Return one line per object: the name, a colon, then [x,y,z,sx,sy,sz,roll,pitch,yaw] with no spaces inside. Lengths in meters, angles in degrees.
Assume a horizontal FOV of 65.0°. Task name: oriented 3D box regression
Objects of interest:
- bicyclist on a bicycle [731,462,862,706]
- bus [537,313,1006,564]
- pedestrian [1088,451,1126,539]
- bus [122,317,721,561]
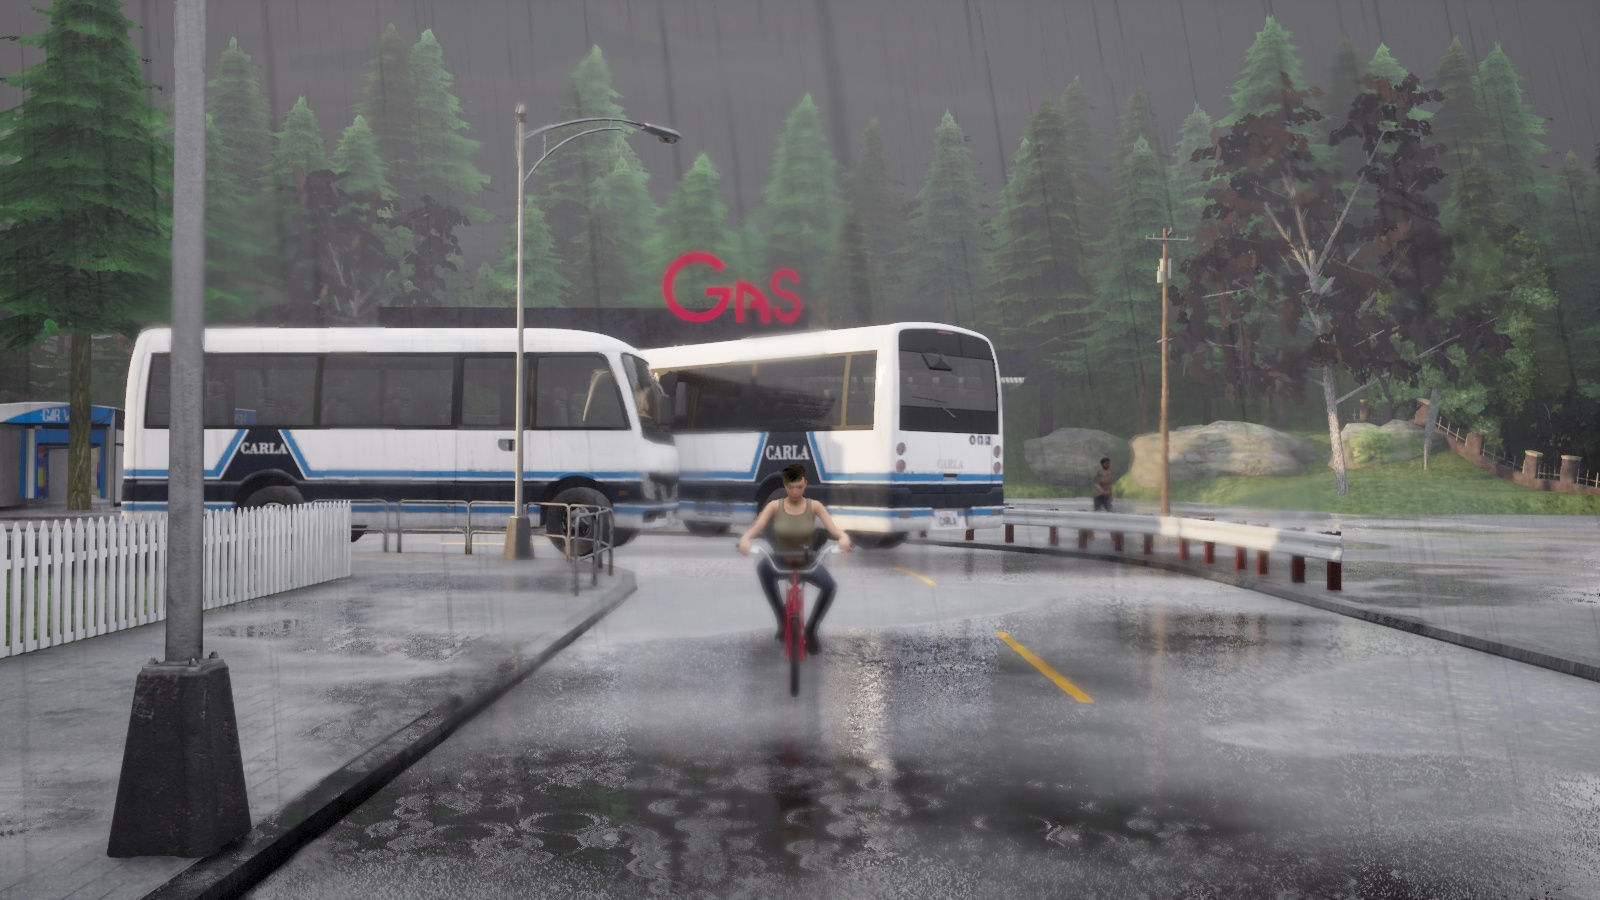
bicyclist on a bicycle: [-0.027,0.904,9.100,0.866,1.612,1.509,0,-1,0]
bus: [-1.035,-0.120,26.343,3.944,4.253,10.273,1,-1,-43]
pedestrian: [6.468,0.941,26.484,0.328,1.805,0.869,0,-1,-20]
bus: [-6.878,-0.124,24.161,10.273,4.253,3.944,0,-1,3]
